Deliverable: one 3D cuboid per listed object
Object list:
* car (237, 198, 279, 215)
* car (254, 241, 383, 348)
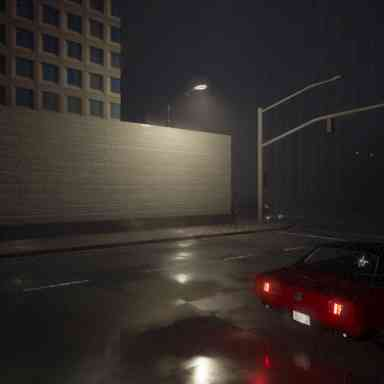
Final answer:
[{"bbox_3d":[6.863,1.407,34.721,2.097,1.767,4.553,0,0,-35],"label":"car"},{"bbox_3d":[3.467,1.601,6.259,4.718,1.301,1.895,0,0,-35],"label":"car"}]
